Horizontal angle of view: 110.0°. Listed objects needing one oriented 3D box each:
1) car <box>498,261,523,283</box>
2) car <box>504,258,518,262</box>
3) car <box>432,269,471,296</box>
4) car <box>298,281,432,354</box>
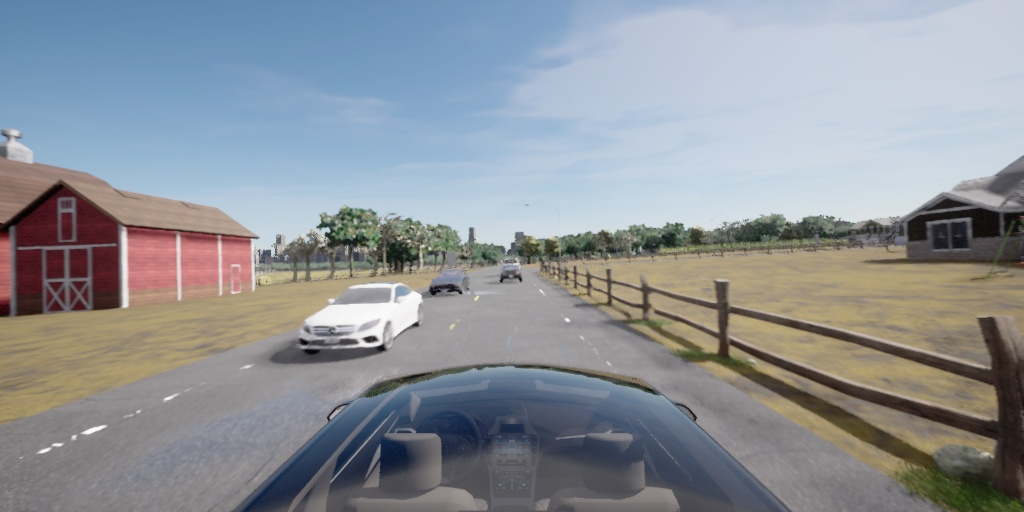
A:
[{"bbox_3d":[-0.077,1.470,30.893,1.812,1.442,4.674,-2,0,0],"label":"car"},{"bbox_3d":[-0.071,1.298,44.004,2.150,2.045,5.566,-2,0,0],"label":"car"},{"bbox_3d":[-3.659,1.542,22.035,2.033,1.411,5.357,-2,0,0],"label":"car"},{"bbox_3d":[-3.655,1.441,9.561,1.812,1.442,4.674,-2,0,0],"label":"car"}]
